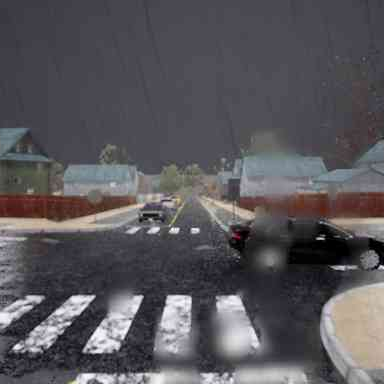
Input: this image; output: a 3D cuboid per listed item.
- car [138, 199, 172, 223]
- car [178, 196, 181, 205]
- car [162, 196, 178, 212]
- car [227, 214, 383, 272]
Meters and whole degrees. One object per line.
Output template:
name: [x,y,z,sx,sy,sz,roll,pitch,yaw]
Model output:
car: [-2.871,1.474,25.324,2.033,1.411,5.357,0,0,-1]
car: [-2.895,1.365,55.724,1.882,1.535,5.008,0,0,1]
car: [-2.912,1.429,38.118,1.812,1.442,4.674,0,0,0]
car: [3.537,1.476,10.249,4.892,1.490,1.837,1,3,-2]
